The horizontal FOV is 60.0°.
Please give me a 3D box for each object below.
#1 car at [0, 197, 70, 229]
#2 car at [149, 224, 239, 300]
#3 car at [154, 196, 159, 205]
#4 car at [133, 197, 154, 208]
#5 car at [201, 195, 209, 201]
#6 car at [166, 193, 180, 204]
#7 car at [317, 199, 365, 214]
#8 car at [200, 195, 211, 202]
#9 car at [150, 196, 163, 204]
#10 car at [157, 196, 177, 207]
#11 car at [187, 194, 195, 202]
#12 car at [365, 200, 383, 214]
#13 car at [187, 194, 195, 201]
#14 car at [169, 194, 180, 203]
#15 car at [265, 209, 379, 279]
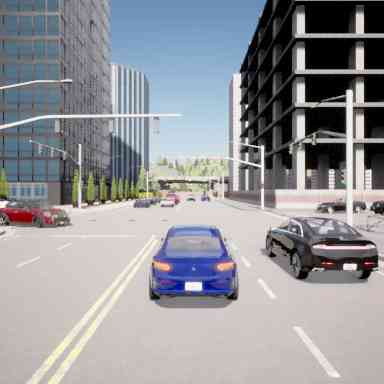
[{"bbox_3d":[-10.107,1.319,21.489,4.553,1.767,2.097,0,0,24],"label":"car"},{"bbox_3d":[0.044,1.526,8.273,1.812,1.442,4.674,0,0,0],"label":"car"},{"bbox_3d":[-7.197,1.601,56.943,1.895,1.301,4.718,0,0,0],"label":"car"},{"bbox_3d":[-7.189,1.564,48.183,1.994,1.385,4.181,0,0,0],"label":"car"},{"bbox_3d":[3.331,1.483,86.949,1.837,1.490,4.892,0,0,0],"label":"car"},{"bbox_3d":[-3.692,1.221,60.085,2.150,2.045,5.566,0,0,0],"label":"car"},{"bbox_3d":[15.516,1.436,34.589,4.902,1.511,2.128,0,0,0],"label":"car"},{"bbox_3d":[3.349,1.522,77.874,1.812,1.442,4.674,0,0,0],"label":"car"},{"bbox_3d":[-7.150,1.547,67.572,2.033,1.411,5.357,0,0,0],"label":"car"},{"bbox_3d":[-3.694,1.601,50.311,1.895,1.301,4.718,0,0,0],"label":"car"},{"bbox_3d":[-0.152,1.593,78.210,1.895,1.301,4.718,0,0,0],"label":"car"},{"bbox_3d":[19.762,1.166,31.100,5.566,2.045,2.150,0,0,0],"label":"car"},{"bbox_3d":[-0.169,1.339,86.913,2.097,1.767,4.553,0,0,0],"label":"car"},{"bbox_3d":[-3.636,1.355,70.075,2.097,1.767,4.553,0,0,0],"label":"car"},{"bbox_3d":[3.560,1.492,9.996,2.128,1.511,4.902,0,0,-1],"label":"car"}]
